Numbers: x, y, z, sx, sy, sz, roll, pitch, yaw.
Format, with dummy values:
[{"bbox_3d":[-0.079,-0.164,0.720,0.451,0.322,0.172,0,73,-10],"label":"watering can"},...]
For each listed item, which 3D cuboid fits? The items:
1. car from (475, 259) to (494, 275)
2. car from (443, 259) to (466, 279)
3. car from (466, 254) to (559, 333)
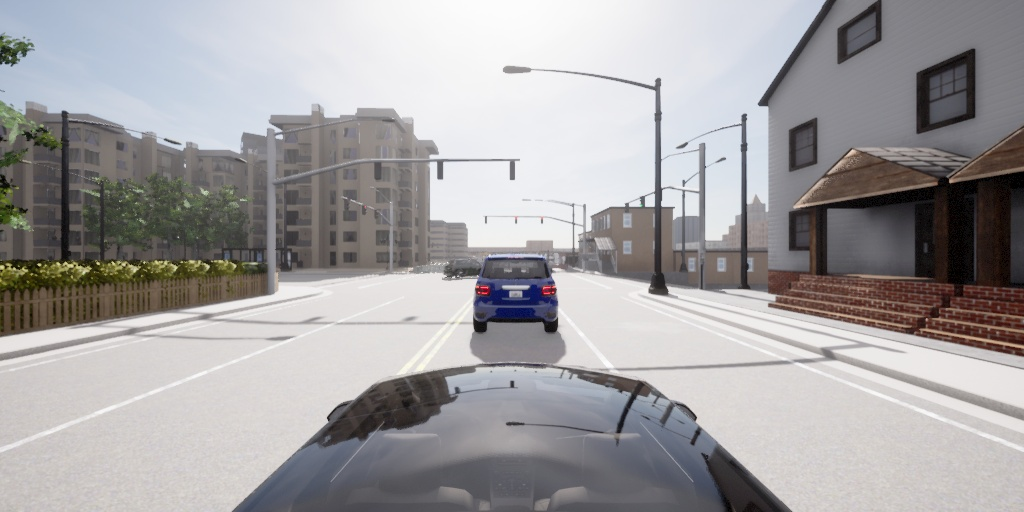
[{"bbox_3d":[-3.549,1.489,46.939,2.097,1.767,4.553,1,-5,0],"label":"car"},{"bbox_3d":[-3.700,1.045,31.591,4.553,1.767,2.097,0,0,-38],"label":"car"},{"bbox_3d":[0.103,0.968,10.918,2.150,2.045,5.566,0,0,0],"label":"car"}]
